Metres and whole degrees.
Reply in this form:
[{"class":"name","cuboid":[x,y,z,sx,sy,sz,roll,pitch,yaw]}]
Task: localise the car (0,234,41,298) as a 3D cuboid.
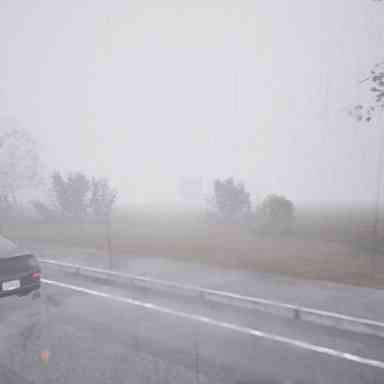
[{"class":"car","cuboid":[-5.215,1.521,7.248,4.674,1.442,1.812,0,0,32]}]
